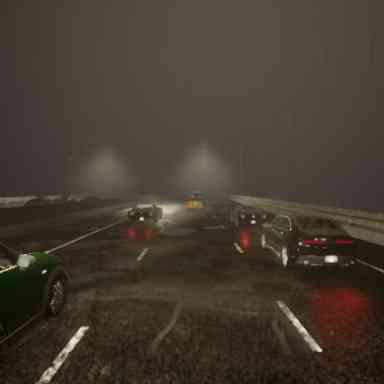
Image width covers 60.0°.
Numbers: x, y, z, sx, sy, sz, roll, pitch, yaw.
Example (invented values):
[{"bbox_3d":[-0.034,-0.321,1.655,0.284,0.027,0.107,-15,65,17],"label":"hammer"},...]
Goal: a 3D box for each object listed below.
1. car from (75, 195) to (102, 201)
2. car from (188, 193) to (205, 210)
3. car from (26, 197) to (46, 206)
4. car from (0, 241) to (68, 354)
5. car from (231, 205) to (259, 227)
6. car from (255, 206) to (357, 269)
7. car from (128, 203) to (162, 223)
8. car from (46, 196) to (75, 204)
[{"bbox_3d":[-13.459,1.231,44.556,1.882,1.535,5.008,0,0,2],"label":"car"},{"bbox_3d":[0.450,1.239,38.823,1.801,1.575,5.366,0,0,1],"label":"car"},{"bbox_3d":[-20.458,1.316,44.689,1.994,1.385,4.181,0,0,2],"label":"car"},{"bbox_3d":[-3.386,1.321,4.425,2.097,1.767,4.553,0,0,0],"label":"car"},{"bbox_3d":[3.630,1.468,21.774,1.895,1.301,4.718,0,0,1],"label":"car"},{"bbox_3d":[3.530,1.434,10.821,1.837,1.490,4.892,0,0,0],"label":"car"},{"bbox_3d":[-3.236,1.455,23.895,1.895,1.301,4.718,0,0,1],"label":"car"},{"bbox_3d":[-16.967,1.246,44.383,2.128,1.511,4.902,0,0,2],"label":"car"}]
